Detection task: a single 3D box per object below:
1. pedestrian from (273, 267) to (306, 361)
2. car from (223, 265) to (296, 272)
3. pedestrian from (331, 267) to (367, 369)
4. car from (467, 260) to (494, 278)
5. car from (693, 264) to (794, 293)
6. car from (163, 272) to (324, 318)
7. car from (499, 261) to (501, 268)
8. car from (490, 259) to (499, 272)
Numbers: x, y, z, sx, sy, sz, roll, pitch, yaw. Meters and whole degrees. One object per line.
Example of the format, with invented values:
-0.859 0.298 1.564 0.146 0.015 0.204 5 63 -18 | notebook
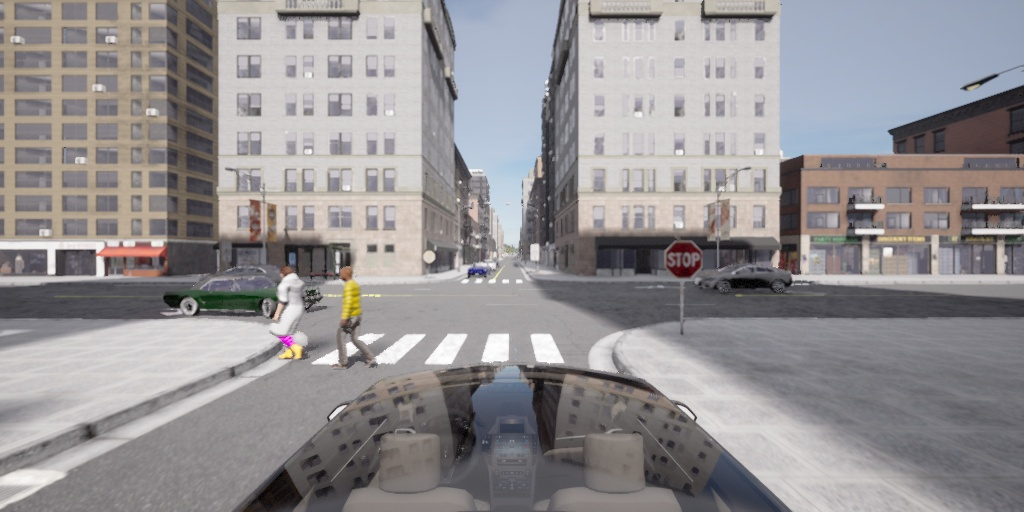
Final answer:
-4.217 1.038 6.872 0.375 1.860 0.375 0 0 0 | pedestrian
-14.432 1.240 19.662 4.902 1.511 2.128 0 0 0 | car
-2.838 1.039 6.271 0.375 1.860 0.375 0 0 0 | pedestrian
-3.045 1.324 33.940 1.895 1.301 4.718 0 0 2 | car
12.570 1.202 19.655 4.902 1.511 2.128 0 0 0 | car
-9.239 1.356 12.560 4.718 1.301 1.895 0 0 7 | car
-2.942 1.216 59.878 1.837 1.490 4.892 0 0 0 | car
-2.984 1.243 45.687 1.812 1.442 4.674 0 0 0 | car
